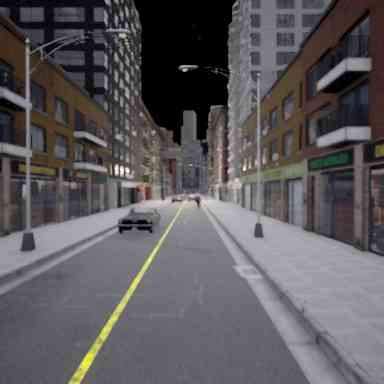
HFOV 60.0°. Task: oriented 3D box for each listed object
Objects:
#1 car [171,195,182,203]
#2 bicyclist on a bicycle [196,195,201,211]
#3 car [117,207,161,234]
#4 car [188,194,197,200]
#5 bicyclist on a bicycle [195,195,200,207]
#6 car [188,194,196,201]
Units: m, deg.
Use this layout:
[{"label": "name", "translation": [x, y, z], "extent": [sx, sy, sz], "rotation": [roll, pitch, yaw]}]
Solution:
[{"label": "car", "translation": [-2.750, 1.330, 60.751], "extent": [2.033, 1.411, 5.357], "rotation": [0, 0, 1]}, {"label": "bicyclist on a bicycle", "translation": [0.770, 1.310, 37.332], "extent": [0.582, 1.620, 1.656], "rotation": [0, 0, 0]}, {"label": "car", "translation": [-2.843, 1.526, 18.666], "extent": [1.895, 1.301, 4.718], "rotation": [0, 0, 0]}, {"label": "car", "translation": [0.032, 1.153, 82.892], "extent": [2.128, 1.511, 4.902], "rotation": [0, 0, 0]}, {"label": "bicyclist on a bicycle", "translation": [0.771, 1.279, 46.328], "extent": [0.582, 1.620, 1.656], "rotation": [0, 0, 0]}, {"label": "car", "translation": [0.026, 1.290, 72.427], "extent": [2.033, 1.411, 5.357], "rotation": [0, 0, 0]}]
